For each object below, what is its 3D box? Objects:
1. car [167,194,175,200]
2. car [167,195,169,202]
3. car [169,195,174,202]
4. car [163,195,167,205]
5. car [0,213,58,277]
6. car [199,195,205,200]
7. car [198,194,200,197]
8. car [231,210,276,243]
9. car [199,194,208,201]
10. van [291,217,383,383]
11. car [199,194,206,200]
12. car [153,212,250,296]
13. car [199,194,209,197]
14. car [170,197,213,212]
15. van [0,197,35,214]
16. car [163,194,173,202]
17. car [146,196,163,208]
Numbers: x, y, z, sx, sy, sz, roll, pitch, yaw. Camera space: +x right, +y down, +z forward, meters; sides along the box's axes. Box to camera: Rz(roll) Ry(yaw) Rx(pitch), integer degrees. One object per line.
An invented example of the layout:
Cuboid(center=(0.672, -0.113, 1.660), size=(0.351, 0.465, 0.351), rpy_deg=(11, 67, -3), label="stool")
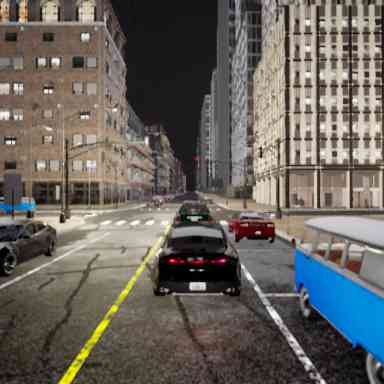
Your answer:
Cuboid(center=(-5.591, 1.392, 87.698), size=(1.752, 1.417, 4.829), rpy_deg=(1, 0, 0), label="car")
Cuboid(center=(-5.620, 1.505, 59.610), size=(1.802, 1.307, 4.206), rpy_deg=(1, 0, 0), label="car")
Cuboid(center=(-5.609, 1.451, 70.913), size=(2.008, 1.369, 4.403), rpy_deg=(1, 0, 0), label="car")
Cuboid(center=(-5.624, 1.375, 53.959), size=(1.967, 1.590, 4.097), rpy_deg=(1, 0, 0), label="car")
Cuboid(center=(-5.671, 1.557, 10.292), size=(1.947, 1.339, 4.313), rpy_deg=(1, 0, 0), label="car")
Cuboid(center=(2.794, 1.435, 93.510), size=(1.802, 1.307, 4.206), rpy_deg=(1, 0, 0), label="car")
Cuboid(center=(2.766, 1.457, 65.252), size=(1.887, 1.381, 4.507), rpy_deg=(1, 0, 0), label="car")
Cuboid(center=(2.715, 1.530, 15.854), size=(1.887, 1.381, 4.507), rpy_deg=(1, 0, 0), label="car")
Cuboid(center=(2.785, 1.318, 82.207), size=(1.967, 1.590, 4.097), rpy_deg=(1, 0, 0), label="car")
Cuboid(center=(2.707, 1.338, 4.700), size=(1.690, 1.788, 3.998), rpy_deg=(1, 0, 0), label="van")
Cuboid(center=(2.790, 1.391, 88.028), size=(1.752, 1.417, 4.829), rpy_deg=(1, 0, 0), label="car")
Cuboid(center=(0.110, 1.498, 8.584), size=(1.837, 1.490, 4.892), rpy_deg=(0, 0, 0), label="car")
Cuboid(center=(2.760, 1.474, 59.600), size=(2.008, 1.369, 4.403), rpy_deg=(1, 0, 0), label="car")
Cuboid(center=(0.089, 1.335, 17.677), size=(2.097, 1.767, 4.553), rpy_deg=(0, 0, -1), label="car")
Cuboid(center=(-19.699, 1.490, 37.191), size=(3.998, 1.788, 1.690), rpy_deg=(0, 0, 1), label="van")
Cuboid(center=(-5.601, 1.330, 76.564), size=(1.967, 1.590, 4.097), rpy_deg=(1, 0, 0), label="car")
Cuboid(center=(-5.632, 1.527, 48.307), size=(1.802, 1.307, 4.206), rpy_deg=(1, 0, 0), label="car")
